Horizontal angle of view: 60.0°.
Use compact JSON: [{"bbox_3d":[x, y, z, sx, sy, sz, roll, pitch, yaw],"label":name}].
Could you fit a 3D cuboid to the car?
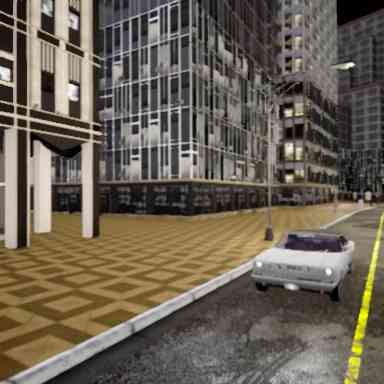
[{"bbox_3d":[3.187,1.709,8.912,1.895,1.301,4.718,-1,-1,30],"label":"car"}]
